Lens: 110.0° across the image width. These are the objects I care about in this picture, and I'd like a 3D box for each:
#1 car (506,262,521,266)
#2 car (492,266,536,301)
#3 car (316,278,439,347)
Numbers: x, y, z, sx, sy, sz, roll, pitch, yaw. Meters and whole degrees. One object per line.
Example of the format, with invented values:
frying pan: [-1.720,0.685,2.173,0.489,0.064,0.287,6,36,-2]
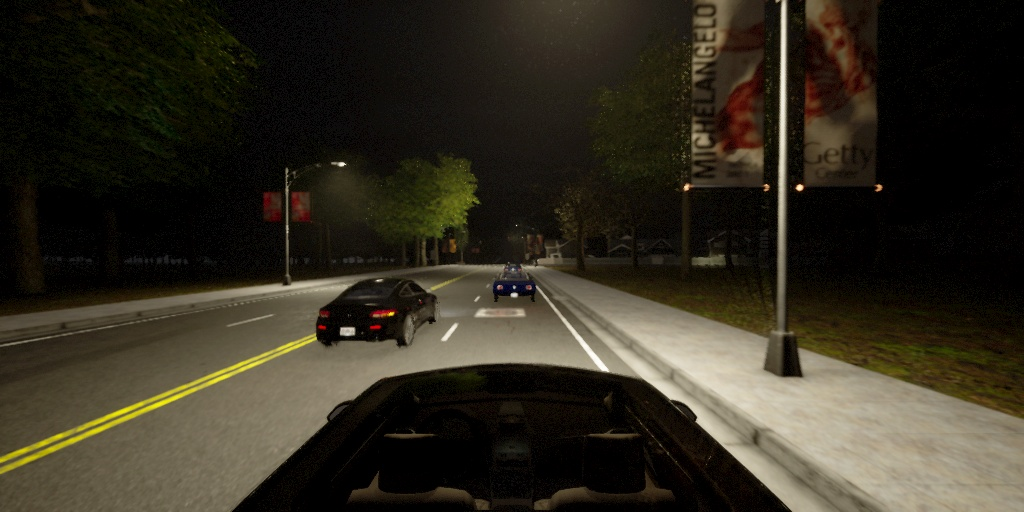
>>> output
car: [0.106,1.328,35.885,2.033,1.411,5.357,0,0,0]
car: [0.102,1.358,17.281,1.895,1.301,4.718,0,0,0]
car: [-3.149,1.278,9.171,1.812,1.442,4.674,0,0,0]
